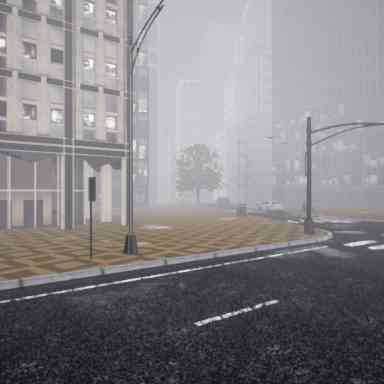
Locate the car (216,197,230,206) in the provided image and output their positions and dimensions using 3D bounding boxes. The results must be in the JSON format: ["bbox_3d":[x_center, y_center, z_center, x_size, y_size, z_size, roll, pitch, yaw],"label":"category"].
[{"bbox_3d":[6.134,1.777,66.165,2.097,1.767,4.553,0,-1,-7],"label":"car"}]

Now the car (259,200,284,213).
[{"bbox_3d":[9.673,1.748,40.534,1.812,1.442,4.674,0,0,-8],"label":"car"}]
